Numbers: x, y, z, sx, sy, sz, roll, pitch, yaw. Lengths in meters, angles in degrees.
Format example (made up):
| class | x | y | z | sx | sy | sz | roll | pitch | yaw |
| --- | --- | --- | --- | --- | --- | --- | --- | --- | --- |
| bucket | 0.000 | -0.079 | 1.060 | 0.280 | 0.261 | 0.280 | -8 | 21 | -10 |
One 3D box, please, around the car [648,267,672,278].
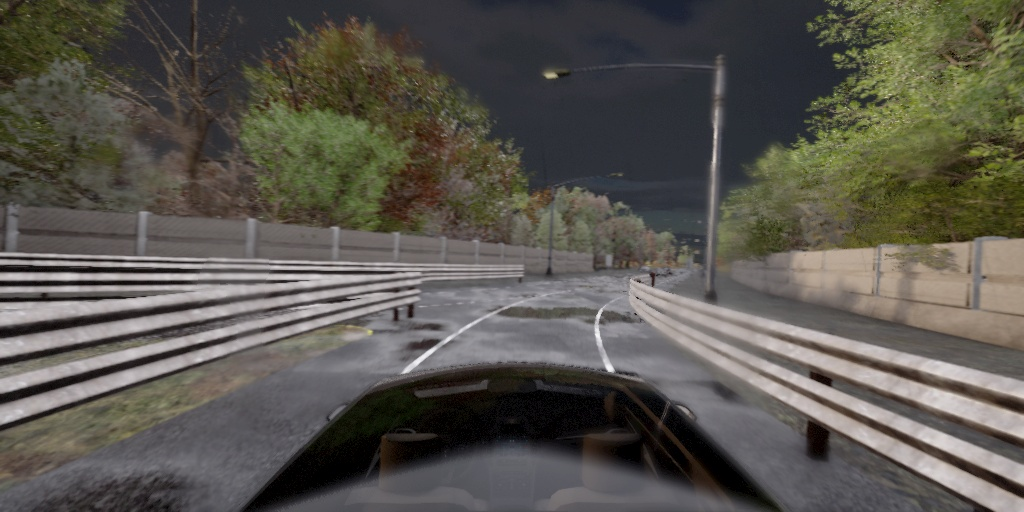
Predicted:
| class | x | y | z | sx | sy | sz | roll | pitch | yaw |
| --- | --- | --- | --- | --- | --- | --- | --- | --- | --- |
| car | 22.019 | 2.473 | 53.085 | 2.033 | 1.411 | 5.357 | 2 | -1 | 29 |
